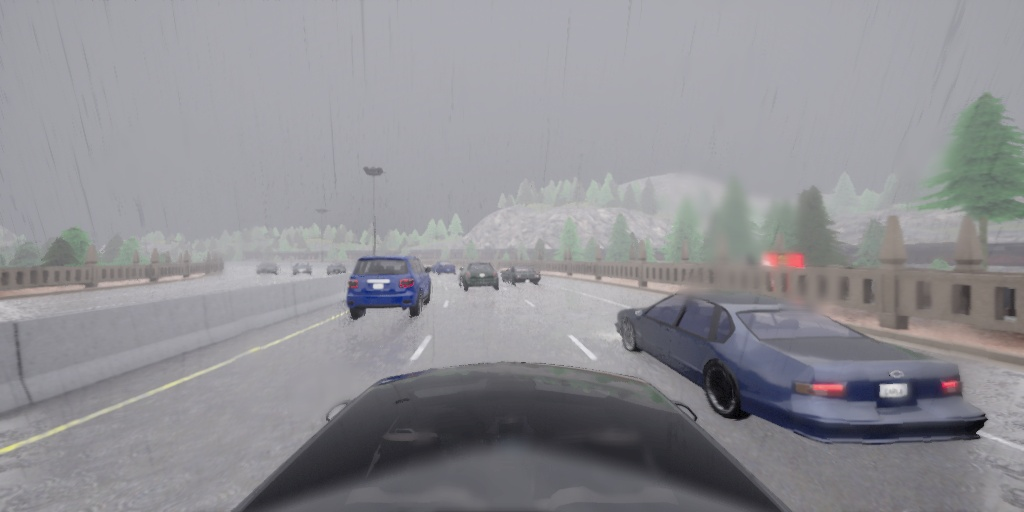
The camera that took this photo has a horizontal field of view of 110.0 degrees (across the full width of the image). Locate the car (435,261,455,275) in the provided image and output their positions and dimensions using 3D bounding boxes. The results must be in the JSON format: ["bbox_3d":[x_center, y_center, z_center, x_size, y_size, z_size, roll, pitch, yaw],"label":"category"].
[{"bbox_3d":[-7.743,1.332,40.280,1.882,1.535,5.008,0,0,-23],"label":"car"}]

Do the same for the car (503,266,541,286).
[{"bbox_3d":[0.503,1.363,25.622,1.895,1.301,4.718,0,0,-13],"label":"car"}]

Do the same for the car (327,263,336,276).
[{"bbox_3d":[-20.382,1.515,41.699,1.994,1.385,4.181,0,0,-26],"label":"car"}]

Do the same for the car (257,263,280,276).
[{"bbox_3d":[-28.365,1.531,41.871,1.837,1.490,4.892,0,0,-29],"label":"car"}]

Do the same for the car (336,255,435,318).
[{"bbox_3d":[-4.306,0.998,13.310,2.150,2.045,5.566,0,0,-7],"label":"car"}]

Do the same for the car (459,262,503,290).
[{"bbox_3d":[-2.230,1.153,22.974,2.097,1.767,4.553,-1,0,-13],"label":"car"}]

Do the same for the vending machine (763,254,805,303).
[{"bbox_3d":[10.630,0.897,14.084,1.100,2.100,0.880,0,0,-7],"label":"vending machine"}]

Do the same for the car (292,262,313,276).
[{"bbox_3d":[-24.298,1.478,41.688,2.128,1.511,4.902,0,0,-27],"label":"car"}]

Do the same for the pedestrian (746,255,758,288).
[{"bbox_3d":[10.299,0.844,15.436,0.375,1.860,0.375,-1,1,-7],"label":"pedestrian"}]

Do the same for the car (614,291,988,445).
[{"bbox_3d":[3.380,1.283,5.808,2.033,1.411,5.357,0,0,-3],"label":"car"}]
